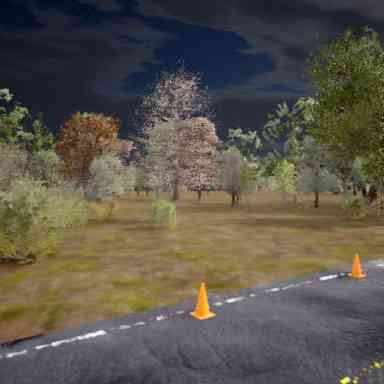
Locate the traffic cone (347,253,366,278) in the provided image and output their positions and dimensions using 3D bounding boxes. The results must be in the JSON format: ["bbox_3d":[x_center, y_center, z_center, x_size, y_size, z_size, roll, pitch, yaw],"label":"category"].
[{"bbox_3d":[4.400,1.940,8.889,0.340,0.580,0.340,0,0,-33],"label":"traffic cone"}]

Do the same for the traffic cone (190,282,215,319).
[{"bbox_3d":[0.198,1.947,6.068,0.340,0.580,0.340,0,0,-35],"label":"traffic cone"}]
